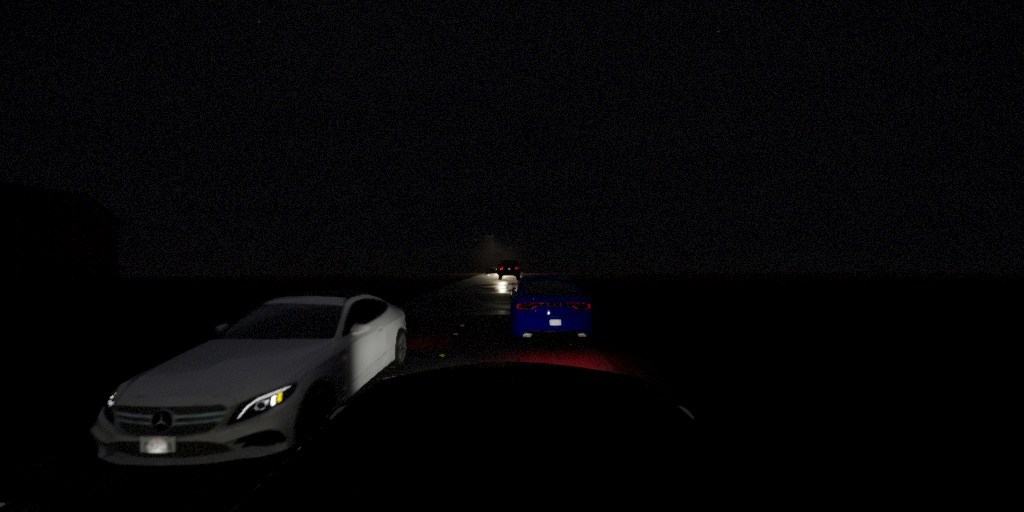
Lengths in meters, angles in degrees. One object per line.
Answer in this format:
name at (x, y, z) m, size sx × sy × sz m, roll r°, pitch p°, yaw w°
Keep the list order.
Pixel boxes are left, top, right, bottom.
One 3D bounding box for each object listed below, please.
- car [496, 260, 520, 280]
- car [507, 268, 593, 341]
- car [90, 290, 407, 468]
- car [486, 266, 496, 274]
car at (-0.299, 1.444, 38.005) m, size 2.150 × 2.045 × 5.566 m, roll 0°, pitch -1°, yaw -1°
car at (0.881, 1.255, 9.970) m, size 1.882 × 1.535 × 5.008 m, roll 0°, pitch 0°, yaw -1°
car at (-2.895, 1.280, 5.242) m, size 1.812 × 1.442 × 4.674 m, roll 0°, pitch 0°, yaw 0°
car at (-3.377, 2.499, 62.124) m, size 1.994 × 1.385 × 4.181 m, roll 0°, pitch -2°, yaw -1°
